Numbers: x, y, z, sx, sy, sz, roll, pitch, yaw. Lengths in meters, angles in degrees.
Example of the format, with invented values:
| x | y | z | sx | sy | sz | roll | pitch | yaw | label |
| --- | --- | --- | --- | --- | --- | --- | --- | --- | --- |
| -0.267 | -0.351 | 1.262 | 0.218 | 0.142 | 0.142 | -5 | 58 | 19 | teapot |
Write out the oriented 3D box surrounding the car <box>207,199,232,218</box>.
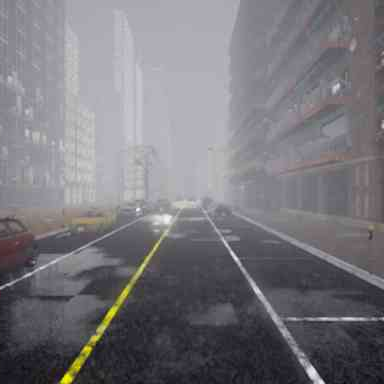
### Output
| x | y | z | sx | sy | sz | roll | pitch | yaw | label |
| --- | --- | --- | --- | --- | --- | --- | --- | --- | --- |
| 2.693 | 1.650 | 30.666 | 2.008 | 1.369 | 4.403 | 0 | 0 | 0 | car |

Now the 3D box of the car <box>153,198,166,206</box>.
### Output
| x | y | z | sx | sy | sz | roll | pitch | yaw | label |
| --- | --- | --- | --- | --- | --- | --- | --- | --- | --- |
| -5.686 | 1.726 | 58.160 | 1.752 | 1.417 | 4.829 | 0 | 0 | 0 | car |

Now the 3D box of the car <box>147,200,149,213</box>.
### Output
| x | y | z | sx | sy | sz | roll | pitch | yaw | label |
| --- | --- | --- | --- | --- | --- | --- | --- | --- | --- |
| -5.687 | 1.558 | 36.201 | 1.967 | 1.590 | 4.097 | 0 | 0 | 0 | car |

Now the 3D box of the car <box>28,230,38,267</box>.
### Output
| x | y | z | sx | sy | sz | roll | pitch | yaw | label |
| --- | --- | --- | --- | --- | --- | --- | --- | --- | --- |
| -5.690 | 1.466 | 8.537 | 1.967 | 1.590 | 4.097 | 0 | 0 | 0 | car |

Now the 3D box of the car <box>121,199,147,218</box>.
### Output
| x | y | z | sx | sy | sz | roll | pitch | yaw | label |
| --- | --- | --- | --- | --- | --- | --- | --- | --- | --- |
| -5.688 | 1.650 | 30.668 | 2.008 | 1.369 | 4.403 | 0 | 0 | 0 | car |

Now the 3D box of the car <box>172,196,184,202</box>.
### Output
| x | y | z | sx | sy | sz | roll | pitch | yaw | label |
| --- | --- | --- | --- | --- | --- | --- | --- | --- | --- |
| -2.993 | 1.565 | 77.375 | 1.882 | 1.535 | 5.008 | 0 | 0 | 0 | car |

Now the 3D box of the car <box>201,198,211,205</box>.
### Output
| x | y | z | sx | sy | sz | roll | pitch | yaw | label |
| --- | --- | --- | --- | --- | --- | --- | --- | --- | --- |
| 2.695 | 1.806 | 63.862 | 1.802 | 1.307 | 4.206 | 0 | 0 | 0 | car |

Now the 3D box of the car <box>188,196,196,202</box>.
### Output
| x | y | z | sx | sy | sz | roll | pitch | yaw | label |
| --- | --- | --- | --- | --- | --- | --- | --- | --- | --- |
| 0.009 | 1.723 | 85.826 | 2.128 | 1.511 | 4.902 | 0 | 0 | 0 | car |

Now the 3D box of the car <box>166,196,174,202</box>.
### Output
| x | y | z | sx | sy | sz | roll | pitch | yaw | label |
| --- | --- | --- | --- | --- | --- | --- | --- | --- | --- |
| -5.683 | 1.844 | 85.823 | 1.752 | 1.417 | 4.829 | 0 | 0 | 0 | car |

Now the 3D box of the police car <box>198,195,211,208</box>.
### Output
| x | y | z | sx | sy | sz | roll | pitch | yaw | label |
| --- | --- | --- | --- | --- | --- | --- | --- | --- | --- |
| 2.371 | 1.599 | 51.576 | 1.930 | 1.638 | 5.238 | 0 | 0 | 0 | police car |

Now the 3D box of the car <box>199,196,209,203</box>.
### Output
| x | y | z | sx | sy | sz | roll | pitch | yaw | label |
| --- | --- | --- | --- | --- | --- | --- | --- | --- | --- |
| 2.696 | 1.712 | 74.927 | 1.967 | 1.590 | 4.097 | 0 | 0 | 0 | car |

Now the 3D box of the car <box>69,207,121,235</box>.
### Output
| x | y | z | sx | sy | sz | roll | pitch | yaw | label |
| --- | --- | --- | --- | --- | --- | --- | --- | --- | --- |
| -5.688 | 1.586 | 19.432 | 1.752 | 1.417 | 4.829 | 0 | 0 | 0 | car |

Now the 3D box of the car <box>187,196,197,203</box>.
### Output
| x | y | z | sx | sy | sz | roll | pitch | yaw | label |
| --- | --- | --- | --- | --- | --- | --- | --- | --- | --- |
| 0.006 | 1.593 | 70.849 | 1.812 | 1.442 | 4.674 | 0 | 0 | 0 | car |

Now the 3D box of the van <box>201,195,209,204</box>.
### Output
| x | y | z | sx | sy | sz | roll | pitch | yaw | label |
| --- | --- | --- | --- | --- | --- | --- | --- | --- | --- |
| 2.695 | 1.589 | 69.395 | 1.690 | 1.788 | 3.998 | 0 | 0 | 0 | van |

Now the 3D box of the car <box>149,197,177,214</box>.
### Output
| x | y | z | sx | sy | sz | roll | pitch | yaw | label |
| --- | --- | --- | --- | --- | --- | --- | --- | --- | --- |
| -3.087 | 1.612 | 36.406 | 2.128 | 1.511 | 4.902 | 0 | 0 | 0 | car |

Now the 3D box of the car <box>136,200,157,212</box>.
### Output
| x | y | z | sx | sy | sz | roll | pitch | yaw | label |
| --- | --- | --- | --- | --- | --- | --- | --- | --- | --- |
| -5.687 | 1.689 | 41.732 | 2.008 | 1.369 | 4.403 | 0 | 0 | 0 | car |

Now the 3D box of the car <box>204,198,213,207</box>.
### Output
| x | y | z | sx | sy | sz | roll | pitch | yaw | label |
| --- | --- | --- | --- | --- | --- | --- | --- | --- | --- |
| 2.693 | 1.669 | 36.199 | 2.008 | 1.369 | 4.403 | 0 | 0 | 0 | car |

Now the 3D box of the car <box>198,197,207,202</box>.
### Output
| x | y | z | sx | sy | sz | roll | pitch | yaw | label |
| --- | --- | --- | --- | --- | --- | --- | --- | --- | --- |
| 2.697 | 1.870 | 85.992 | 2.008 | 1.369 | 4.403 | 0 | 0 | 0 | car |

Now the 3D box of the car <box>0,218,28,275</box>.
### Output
| x | y | z | sx | sy | sz | roll | pitch | yaw | label |
| --- | --- | --- | --- | --- | --- | --- | --- | --- | --- |
| -3.087 | 1.227 | 1.166 | 2.150 | 2.045 | 5.566 | 0 | 0 | 1 | car |
